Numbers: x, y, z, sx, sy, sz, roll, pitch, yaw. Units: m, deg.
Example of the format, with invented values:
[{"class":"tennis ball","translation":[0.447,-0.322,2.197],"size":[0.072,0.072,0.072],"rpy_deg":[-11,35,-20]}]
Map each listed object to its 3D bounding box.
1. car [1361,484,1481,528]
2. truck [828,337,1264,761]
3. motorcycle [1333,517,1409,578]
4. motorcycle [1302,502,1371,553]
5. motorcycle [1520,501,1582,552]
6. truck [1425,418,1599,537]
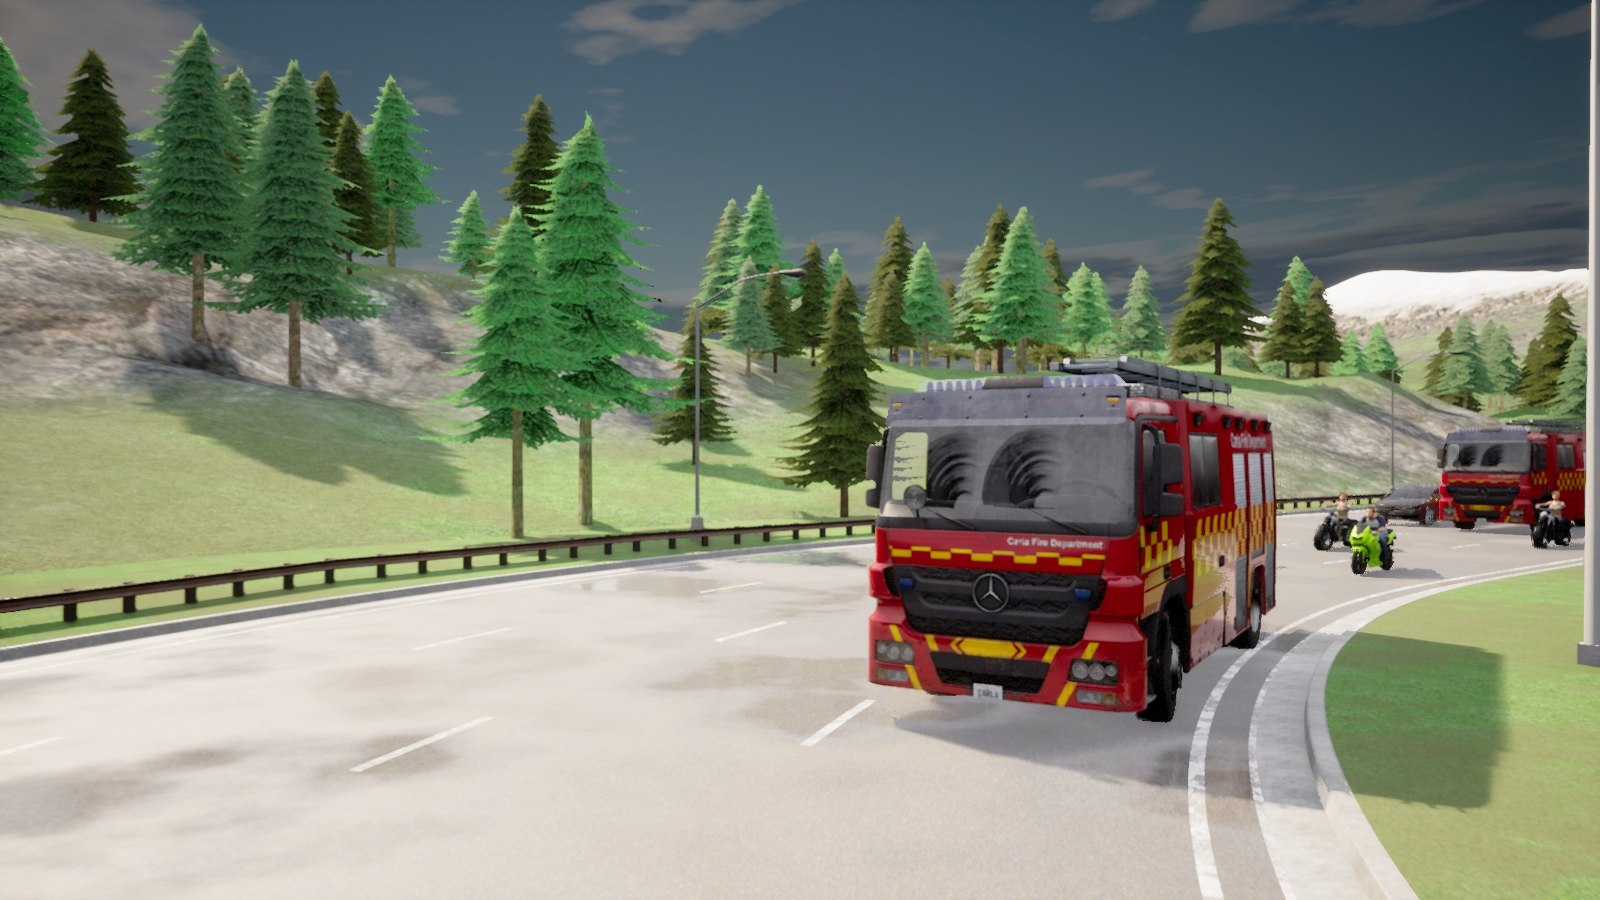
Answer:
[{"class":"car","translation":[23.458,2.065,43.106],"size":[4.892,1.480,2.231],"rpy_deg":[0,0,-38]},{"class":"truck","translation":[3.712,0.890,14.685],"size":[2.891,3.827,8.468],"rpy_deg":[0,0,31]},{"class":"motorcycle","translation":[12.943,2.186,25.870],"size":[2.033,1.199,0.803],"rpy_deg":[-1,0,-40]},{"class":"motorcycle","translation":[15.115,2.156,32.161],"size":[2.356,1.307,0.764],"rpy_deg":[0,0,-38]},{"class":"motorcycle","translation":[21.510,2.157,32.713],"size":[2.356,1.307,0.764],"rpy_deg":[0,0,-38]},{"class":"truck","translation":[25.710,0.893,40.735],"size":[8.468,3.827,2.891],"rpy_deg":[0,0,-38]}]
